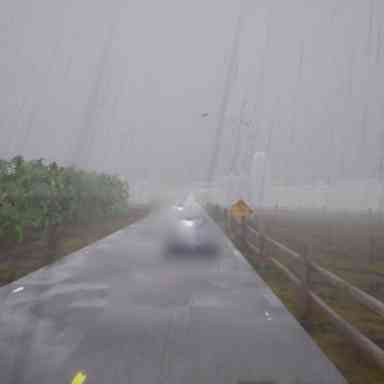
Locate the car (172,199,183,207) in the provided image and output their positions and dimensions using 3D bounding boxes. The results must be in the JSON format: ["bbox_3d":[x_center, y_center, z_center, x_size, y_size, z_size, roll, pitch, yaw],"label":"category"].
[{"bbox_3d":[-2.781,2.209,64.659,2.128,1.511,4.902,0,-1,1],"label":"car"}]

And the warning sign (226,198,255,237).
[{"bbox_3d":[2.459,1.275,16.901,1.300,1.860,1.060,1,0,0],"label":"warning sign"}]

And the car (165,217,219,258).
[{"bbox_3d":[0.016,1.691,13.428,1.994,1.385,4.181,0,0,0],"label":"car"}]
